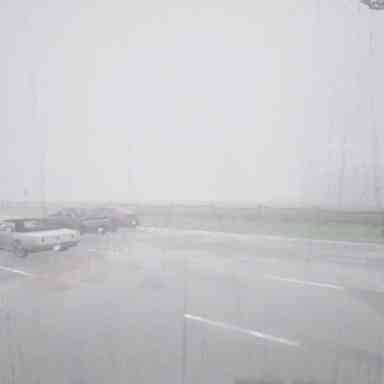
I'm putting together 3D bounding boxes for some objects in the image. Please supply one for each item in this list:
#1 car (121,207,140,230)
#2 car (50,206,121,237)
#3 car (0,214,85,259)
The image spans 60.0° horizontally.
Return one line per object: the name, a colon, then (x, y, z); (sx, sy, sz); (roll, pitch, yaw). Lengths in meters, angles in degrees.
car: (-5.238, 1.604, 20.626); (4.674, 1.442, 1.812); (0, 0, 35)
car: (-6.282, 1.565, 17.070); (4.902, 1.511, 2.128); (0, 0, 35)
car: (-6.543, 1.663, 12.956); (4.718, 1.301, 1.895); (0, 0, 35)
